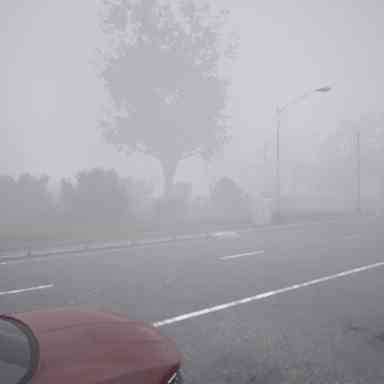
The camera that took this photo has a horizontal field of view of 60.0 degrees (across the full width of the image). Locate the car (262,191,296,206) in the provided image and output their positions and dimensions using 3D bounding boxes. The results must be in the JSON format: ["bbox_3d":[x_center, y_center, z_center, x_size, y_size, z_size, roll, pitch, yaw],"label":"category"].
[{"bbox_3d":[12.186,0.922,47.779,2.150,2.045,5.566,-1,0,-32],"label":"car"}]

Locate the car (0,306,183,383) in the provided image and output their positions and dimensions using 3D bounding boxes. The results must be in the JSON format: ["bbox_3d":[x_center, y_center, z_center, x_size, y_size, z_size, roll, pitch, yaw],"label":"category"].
[{"bbox_3d":[-2.350,1.484,2.074,5.008,1.535,1.882,0,0,-36],"label":"car"}]

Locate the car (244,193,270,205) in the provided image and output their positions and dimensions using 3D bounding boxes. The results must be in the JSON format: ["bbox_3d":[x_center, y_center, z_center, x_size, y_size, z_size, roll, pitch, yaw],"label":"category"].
[{"bbox_3d":[8.485,1.289,47.075,1.994,1.385,4.181,-1,0,-32],"label":"car"}]
